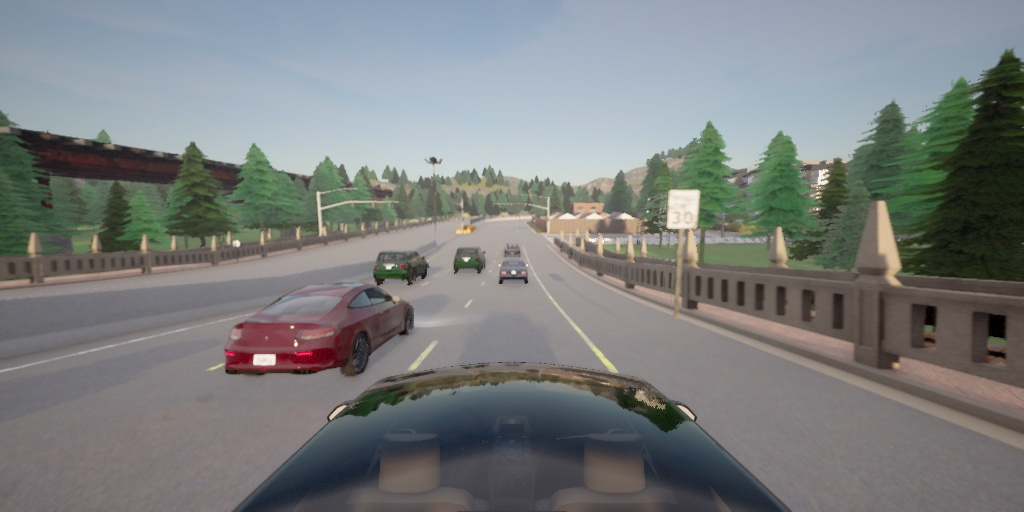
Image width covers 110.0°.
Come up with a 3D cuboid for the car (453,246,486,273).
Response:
[{"bbox_3d":[-3.405,0.194,29.291,2.150,2.045,5.566,0,4,0],"label":"car"}]

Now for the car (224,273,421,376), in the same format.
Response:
[{"bbox_3d":[-3.399,1.248,7.227,1.812,1.442,4.674,0,0,0],"label":"car"}]

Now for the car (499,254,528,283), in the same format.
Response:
[{"bbox_3d":[0.101,0.896,23.634,2.033,1.411,5.357,0,3,0],"label":"car"}]

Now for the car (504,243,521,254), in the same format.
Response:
[{"bbox_3d":[0.041,-0.797,41.370,2.128,1.511,4.902,0,7,0],"label":"car"}]

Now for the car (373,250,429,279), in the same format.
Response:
[{"bbox_3d":[-6.899,0.617,22.762,2.150,2.045,5.566,0,3,0],"label":"car"}]
